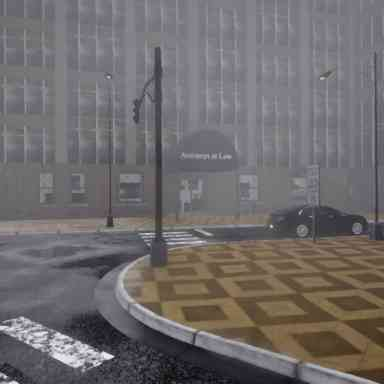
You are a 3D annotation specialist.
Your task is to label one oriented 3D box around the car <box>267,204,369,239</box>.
[{"bbox_3d":[6.022,1.321,15.944,4.892,1.490,1.837,0,0,-14],"label":"car"}]
